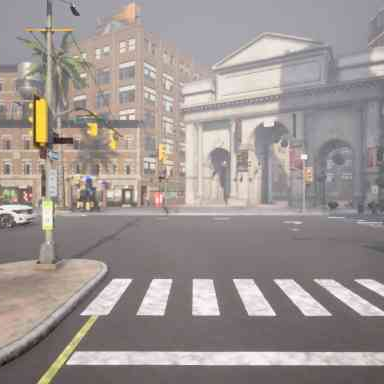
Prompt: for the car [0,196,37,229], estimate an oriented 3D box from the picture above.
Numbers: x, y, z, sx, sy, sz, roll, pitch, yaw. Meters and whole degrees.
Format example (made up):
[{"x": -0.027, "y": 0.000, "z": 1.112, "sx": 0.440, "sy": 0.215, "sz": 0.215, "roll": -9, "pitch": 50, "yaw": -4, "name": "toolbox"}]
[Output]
[{"x": -12.933, "y": 1.222, "z": 21.148, "sx": 5.566, "sy": 2.045, "sz": 2.150, "roll": 0, "pitch": 0, "yaw": 0, "name": "car"}]
